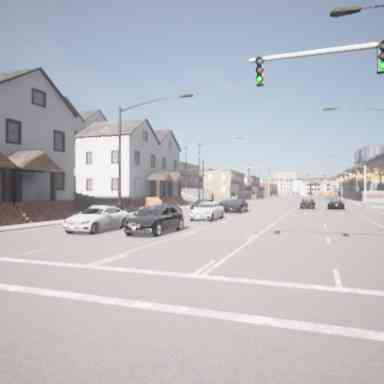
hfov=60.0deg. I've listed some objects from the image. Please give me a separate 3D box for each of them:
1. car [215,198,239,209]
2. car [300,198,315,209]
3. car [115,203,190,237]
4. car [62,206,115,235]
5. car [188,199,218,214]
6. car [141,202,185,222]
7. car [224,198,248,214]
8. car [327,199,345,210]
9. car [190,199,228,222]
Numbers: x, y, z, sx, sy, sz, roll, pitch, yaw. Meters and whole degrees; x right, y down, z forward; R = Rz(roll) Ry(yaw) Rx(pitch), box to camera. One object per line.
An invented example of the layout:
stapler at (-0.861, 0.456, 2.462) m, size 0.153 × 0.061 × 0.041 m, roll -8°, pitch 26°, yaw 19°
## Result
car at (5.048, 1.604, 46.952) m, size 2.033 × 1.411 × 5.357 m, roll 0°, pitch 0°, yaw 21°
car at (15.851, 1.548, 45.548) m, size 2.128 × 1.511 × 4.902 m, roll 0°, pitch 0°, yaw 21°
car at (-1.978, 1.526, 18.472) m, size 1.837 × 1.490 × 4.892 m, roll 0°, pitch 0°, yaw 21°
car at (-5.386, 1.548, 19.354) m, size 1.812 × 1.442 × 4.674 m, roll 0°, pitch 0°, yaw 21°
car at (1.292, 1.549, 37.086) m, size 1.837 × 1.490 × 4.892 m, roll 0°, pitch 0°, yaw 21°
car at (-2.309, 1.596, 27.506) m, size 1.994 × 1.385 × 4.181 m, roll 0°, pitch 0°, yaw 21°
car at (4.969, 1.522, 36.925) m, size 1.882 × 1.535 × 5.008 m, roll 0°, pitch 0°, yaw 21°
car at (18.901, 1.619, 43.723) m, size 1.994 × 1.385 × 4.181 m, roll 0°, pitch 0°, yaw 21°
car at (1.282, 1.558, 27.118) m, size 1.812 × 1.442 × 4.674 m, roll 0°, pitch 0°, yaw 21°
